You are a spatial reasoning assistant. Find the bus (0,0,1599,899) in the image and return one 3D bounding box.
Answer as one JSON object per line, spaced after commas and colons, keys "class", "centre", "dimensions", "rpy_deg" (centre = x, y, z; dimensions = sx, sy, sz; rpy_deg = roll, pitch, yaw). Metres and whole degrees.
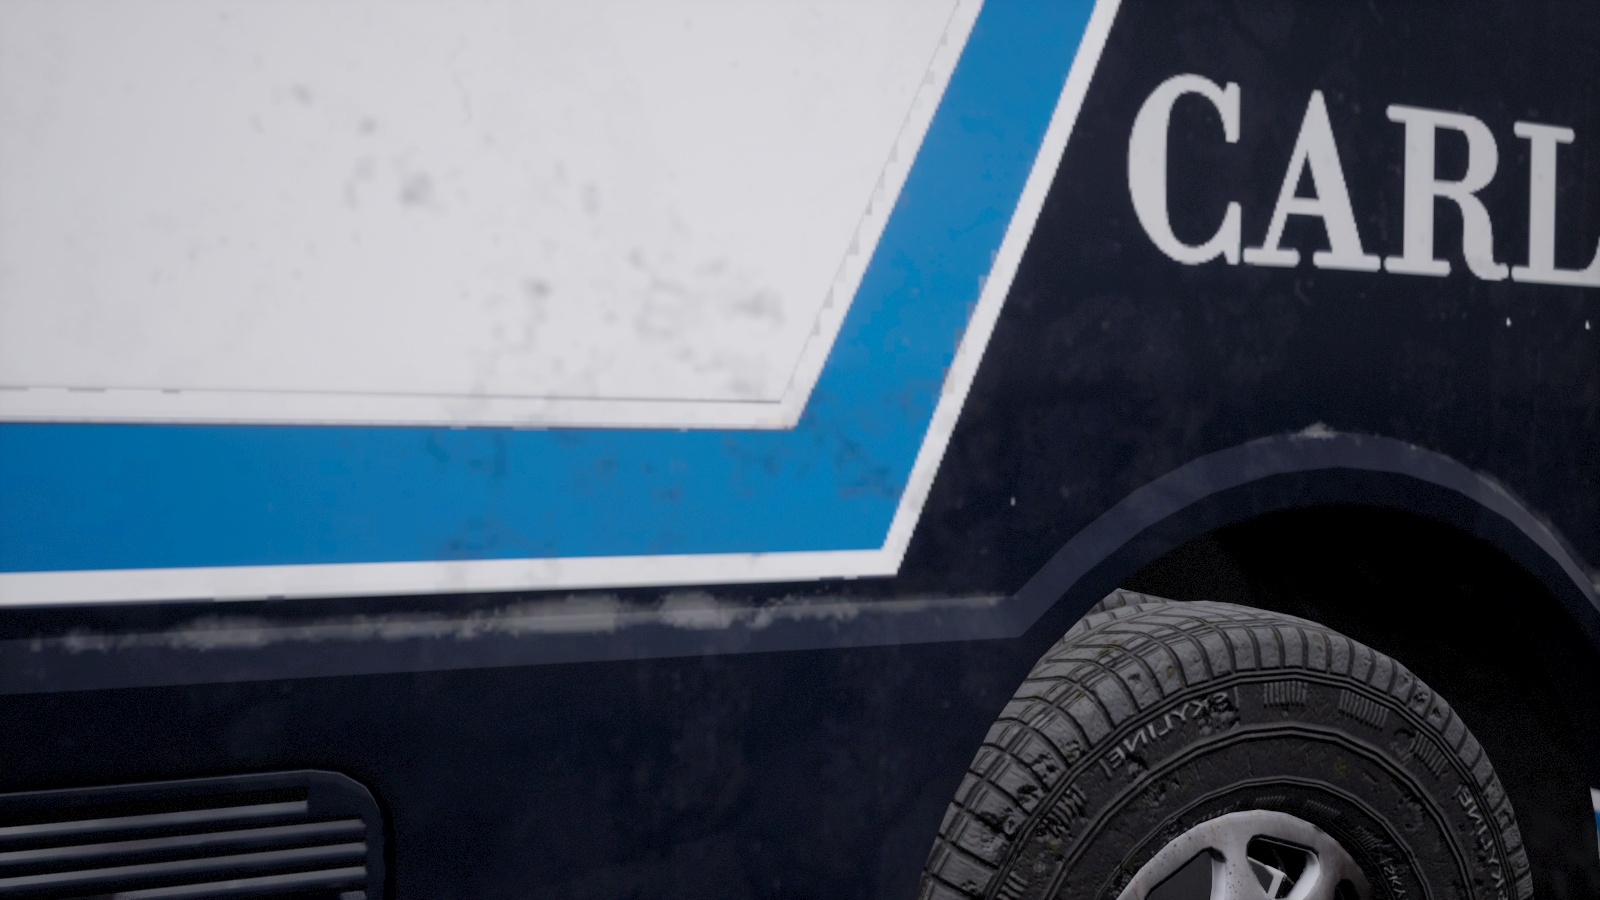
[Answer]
{"class": "bus", "centre": [-2.253, -0.593, 2.367], "dimensions": [10.273, 4.253, 3.944], "rpy_deg": [-1, 1, -21]}
